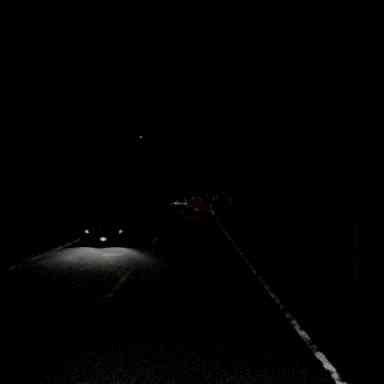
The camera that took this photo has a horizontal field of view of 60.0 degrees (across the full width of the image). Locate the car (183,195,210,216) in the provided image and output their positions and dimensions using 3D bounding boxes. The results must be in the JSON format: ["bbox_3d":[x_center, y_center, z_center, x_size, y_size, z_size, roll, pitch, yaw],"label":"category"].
[{"bbox_3d":[0.459,1.383,31.861,1.882,1.535,5.008,0,0,2],"label":"car"}]

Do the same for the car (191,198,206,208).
[{"bbox_3d":[0.923,1.456,45.483,1.895,1.301,4.718,0,0,2],"label":"car"}]

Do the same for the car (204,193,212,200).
[{"bbox_3d":[4.050,1.157,81.534,1.801,1.575,5.366,0,0,5],"label":"car"}]

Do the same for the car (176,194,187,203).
[{"bbox_3d":[-1.852,1.141,62.532,2.097,1.767,4.553,0,0,4],"label":"car"}]

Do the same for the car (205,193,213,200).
[{"bbox_3d":[4.530,1.151,87.306,1.882,1.535,5.008,0,0,5],"label":"car"}]

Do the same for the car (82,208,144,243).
[{"bbox_3d":[-3.539,1.503,15.986,2.033,1.411,5.357,0,0,1],"label":"car"}]

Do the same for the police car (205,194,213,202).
[{"bbox_3d":[3.301,1.173,71.511,1.930,1.638,5.238,0,0,4],"label":"police car"}]
